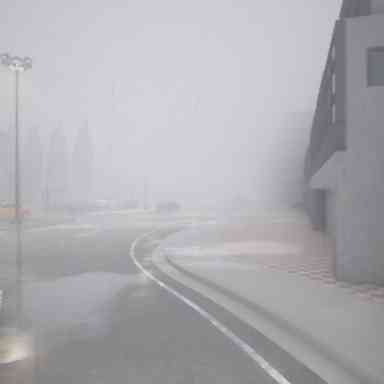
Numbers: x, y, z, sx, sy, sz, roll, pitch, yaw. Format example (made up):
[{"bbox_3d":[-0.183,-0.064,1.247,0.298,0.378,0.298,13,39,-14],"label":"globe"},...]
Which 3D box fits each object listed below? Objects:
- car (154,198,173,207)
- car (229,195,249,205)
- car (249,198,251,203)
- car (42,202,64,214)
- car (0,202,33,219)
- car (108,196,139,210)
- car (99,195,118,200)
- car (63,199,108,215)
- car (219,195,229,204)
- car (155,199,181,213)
[{"bbox_3d":[-5.086,1.905,60.405,1.994,1.385,4.181,0,0,18],"label":"car"},{"bbox_3d":[9.812,1.579,69.463,2.150,2.045,5.566,0,0,17],"label":"car"},{"bbox_3d":[12.865,1.954,79.412,1.994,1.385,4.181,0,0,17],"label":"car"},{"bbox_3d":[-15.373,1.852,39.251,1.895,1.301,4.718,0,0,18],"label":"car"},{"bbox_3d":[-16.265,1.673,28.750,1.882,1.535,5.008,0,0,27],"label":"car"},{"bbox_3d":[-9.240,1.769,47.005,2.128,1.511,4.902,0,0,17],"label":"car"},{"bbox_3d":[-12.410,1.516,48.619,2.150,2.045,5.566,0,0,17],"label":"car"},{"bbox_3d":[-12.075,1.837,38.086,1.895,1.301,4.718,0,0,18],"label":"car"},{"bbox_3d":[7.577,1.610,74.132,2.150,2.045,5.566,0,0,17],"label":"car"},{"bbox_3d":[-2.779,1.716,39.998,2.128,1.511,4.902,0,0,17],"label":"car"}]
